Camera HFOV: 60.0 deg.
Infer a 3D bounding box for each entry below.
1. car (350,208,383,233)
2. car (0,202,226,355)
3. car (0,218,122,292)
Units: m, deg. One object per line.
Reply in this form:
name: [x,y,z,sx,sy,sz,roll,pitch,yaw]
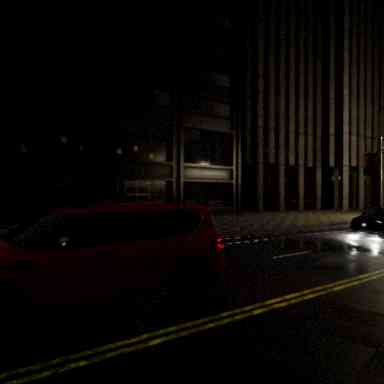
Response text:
car: [11.162,1.650,19.576,4.181,1.385,1.994,0,0,-35]
car: [-1.882,1.231,6.317,5.566,2.045,2.150,1,0,-35]
car: [-4.368,1.530,8.529,4.674,1.442,1.812,0,0,-36]
